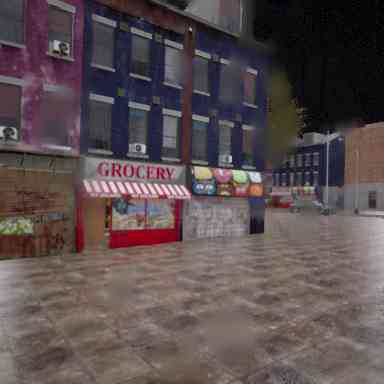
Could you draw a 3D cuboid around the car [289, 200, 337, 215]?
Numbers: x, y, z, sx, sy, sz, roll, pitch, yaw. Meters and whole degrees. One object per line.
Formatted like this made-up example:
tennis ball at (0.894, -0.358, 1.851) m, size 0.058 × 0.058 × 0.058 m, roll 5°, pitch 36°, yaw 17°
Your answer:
car at (12.070, 1.592, 33.352) m, size 1.837 × 1.490 × 4.892 m, roll 2°, pitch -2°, yaw -35°
